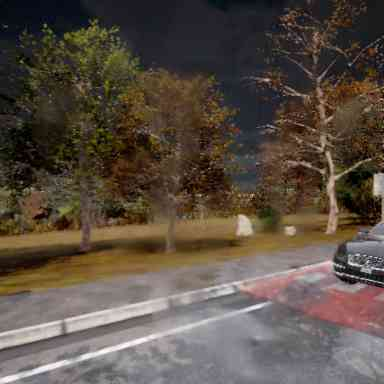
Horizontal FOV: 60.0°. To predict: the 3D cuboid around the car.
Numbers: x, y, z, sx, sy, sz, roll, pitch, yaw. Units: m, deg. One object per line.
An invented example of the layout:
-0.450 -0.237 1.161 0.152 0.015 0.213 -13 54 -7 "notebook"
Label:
5.065 1.242 7.272 4.892 1.490 1.837 3 -1 -35 "car"
